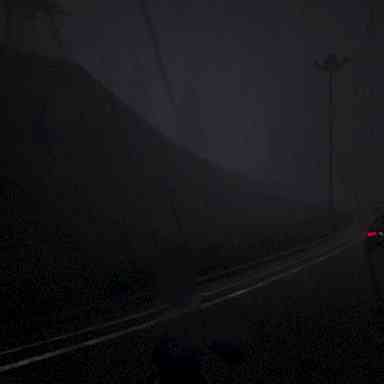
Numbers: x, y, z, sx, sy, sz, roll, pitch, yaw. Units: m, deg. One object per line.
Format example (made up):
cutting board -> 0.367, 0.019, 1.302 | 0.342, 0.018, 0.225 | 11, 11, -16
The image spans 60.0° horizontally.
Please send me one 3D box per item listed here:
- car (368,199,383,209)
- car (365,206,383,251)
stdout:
car -> 19.004, 1.434, 33.490 | 1.837, 1.490, 4.892 | 0, 0, 22
car -> 8.233, 1.519, 13.247 | 2.033, 1.411, 5.357 | 0, 0, 36
